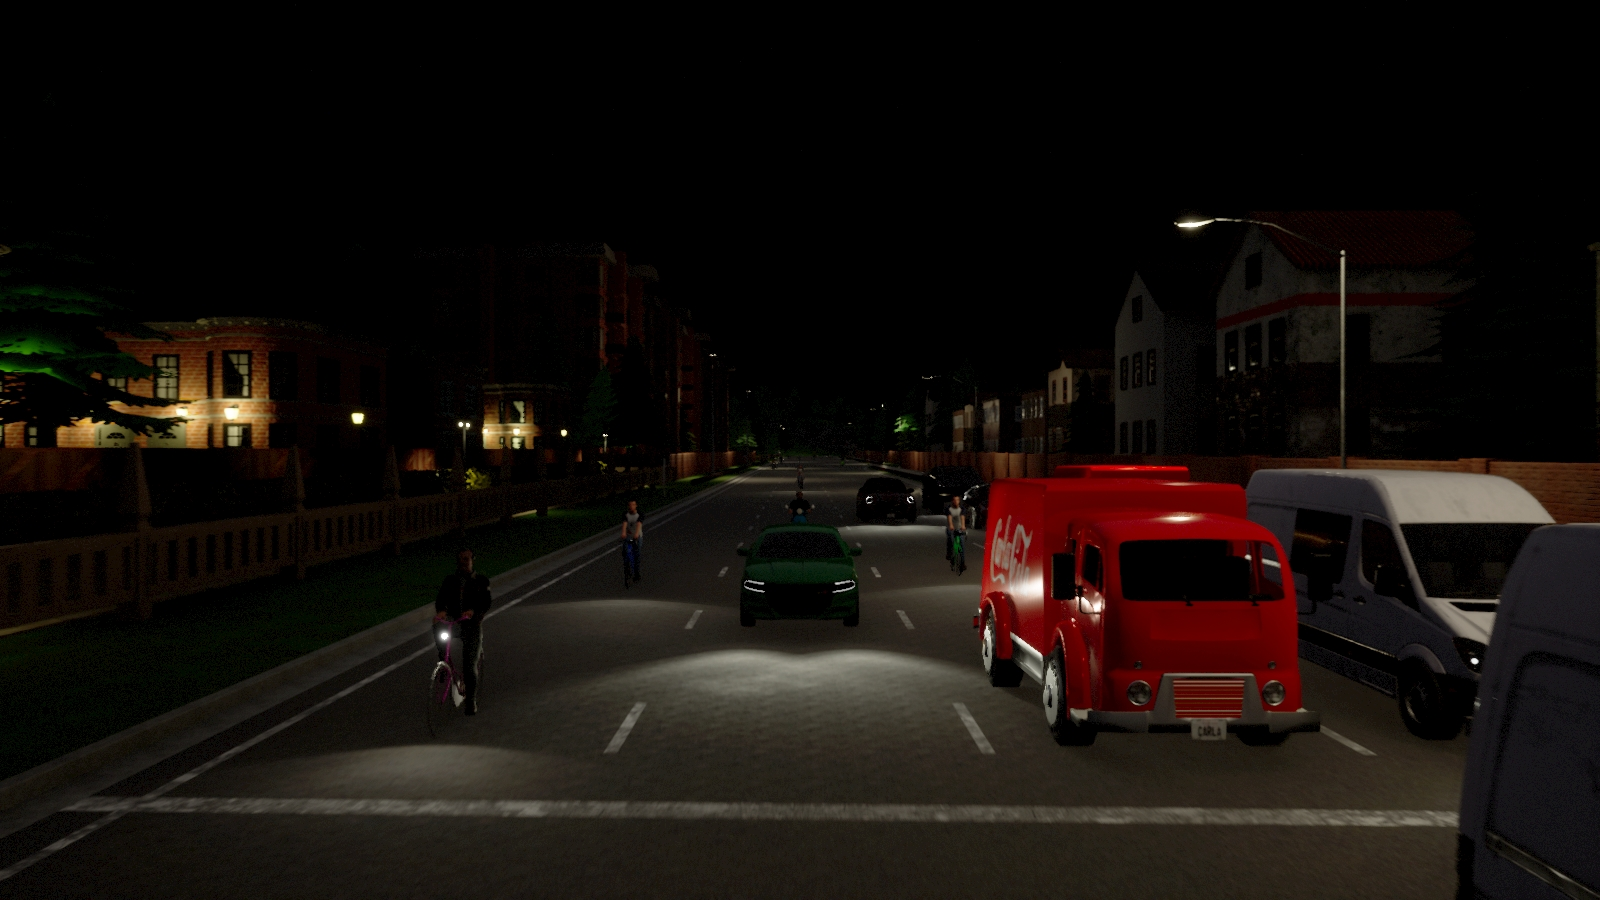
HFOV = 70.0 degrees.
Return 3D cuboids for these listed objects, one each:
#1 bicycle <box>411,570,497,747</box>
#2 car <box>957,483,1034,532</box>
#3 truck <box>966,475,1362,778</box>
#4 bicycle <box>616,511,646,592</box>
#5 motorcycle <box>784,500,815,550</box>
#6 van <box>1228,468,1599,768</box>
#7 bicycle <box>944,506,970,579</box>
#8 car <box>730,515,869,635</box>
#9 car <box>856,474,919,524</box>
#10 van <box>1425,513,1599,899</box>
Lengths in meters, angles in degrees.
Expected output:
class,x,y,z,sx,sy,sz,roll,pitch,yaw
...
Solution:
class,x,y,z,sx,sy,sz,roll,pitch,yaw
bicycle,-3.496,2.060,11.658,0.329,1.471,1.835,0,0,0
car,6.984,2.038,41.338,2.007,1.525,4.514,0,0,0
truck,3.495,1.567,12.374,2.627,2.467,5.204,0,0,0
bicycle,-3.450,2.055,23.420,0.373,1.496,1.643,0,0,0
motorcycle,-0.010,2.141,32.900,0.856,1.316,1.805,0,0,0
van,6.999,1.533,13.069,1.988,2.561,5.915,0,0,0
bicycle,3.521,2.055,25.718,0.373,1.496,1.643,0,0,0
car,-0.006,2.033,19.772,2.097,1.535,5.006,0,0,0
car,3.420,1.903,45.571,2.097,1.767,4.553,0,0,-1
van,3.502,1.534,1.623,1.988,2.561,5.915,0,0,0
